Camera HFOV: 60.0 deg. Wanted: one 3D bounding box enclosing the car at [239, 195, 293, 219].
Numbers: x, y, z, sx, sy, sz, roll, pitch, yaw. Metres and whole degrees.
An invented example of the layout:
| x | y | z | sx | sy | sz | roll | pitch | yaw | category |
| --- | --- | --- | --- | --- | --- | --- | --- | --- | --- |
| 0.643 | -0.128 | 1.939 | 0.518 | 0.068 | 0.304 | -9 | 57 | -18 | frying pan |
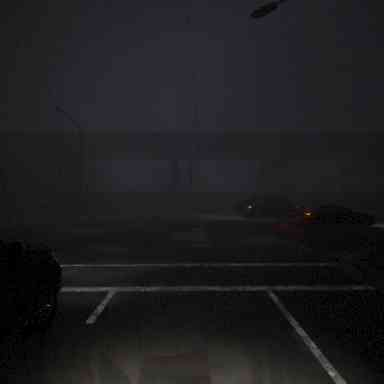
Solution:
| x | y | z | sx | sy | sz | roll | pitch | yaw | category |
| --- | --- | --- | --- | --- | --- | --- | --- | --- | --- |
| 6.667 | 1.338 | 28.506 | 4.553 | 1.767 | 2.097 | 0 | 0 | 0 | car |

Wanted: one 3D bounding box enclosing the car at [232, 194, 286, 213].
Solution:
| x | y | z | sx | sy | sz | roll | pitch | yaw | category |
| --- | --- | --- | --- | --- | --- | --- | --- | --- | --- |
| 6.642 | 1.206 | 32.009 | 5.566 | 2.045 | 2.150 | 0 | 0 | 0 | car |

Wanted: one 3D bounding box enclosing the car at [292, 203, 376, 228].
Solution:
| x | y | z | sx | sy | sz | roll | pitch | yaw | category |
| --- | --- | --- | --- | --- | --- | --- | --- | --- | --- |
| 9.243 | 1.516 | 21.420 | 4.674 | 1.442 | 1.812 | 0 | 0 | 1 | car |

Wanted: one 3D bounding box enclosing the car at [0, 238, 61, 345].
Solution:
| x | y | z | sx | sy | sz | roll | pitch | yaw | category |
| --- | --- | --- | --- | --- | --- | --- | --- | --- | --- |
| -3.406 | 1.222 | 3.599 | 2.150 | 2.045 | 5.566 | 0 | 0 | 0 | car |
